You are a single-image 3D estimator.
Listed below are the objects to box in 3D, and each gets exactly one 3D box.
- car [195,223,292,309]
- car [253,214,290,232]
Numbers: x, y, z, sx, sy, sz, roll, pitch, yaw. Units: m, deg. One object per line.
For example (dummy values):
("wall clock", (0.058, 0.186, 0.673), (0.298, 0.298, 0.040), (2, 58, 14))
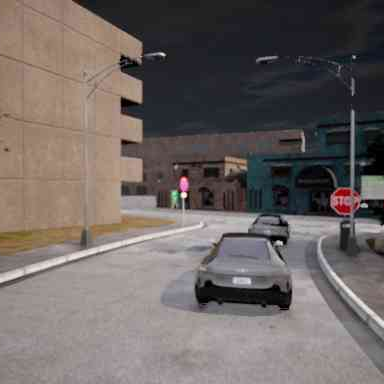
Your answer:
("car", (1.313, 1.691, 8.288), (1.994, 1.385, 4.181), (0, -1, 10))
("car", (4.194, 1.898, 17.894), (1.994, 1.385, 4.181), (1, -1, 18))
